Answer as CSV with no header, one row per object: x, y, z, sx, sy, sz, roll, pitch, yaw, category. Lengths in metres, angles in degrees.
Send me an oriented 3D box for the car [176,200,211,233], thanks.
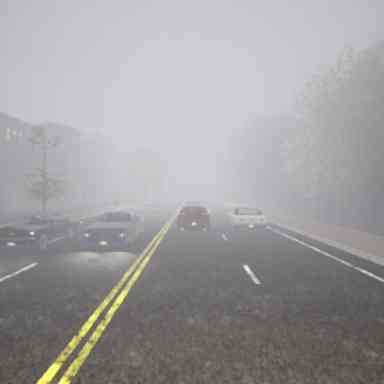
0.088,1.480,19.587,1.882,1.535,5.008,0,0,0,car

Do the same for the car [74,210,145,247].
-3.357,1.549,15.291,2.033,1.411,5.357,0,0,0,car

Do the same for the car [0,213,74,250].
-6.607,1.602,14.388,1.895,1.301,4.718,0,0,0,car

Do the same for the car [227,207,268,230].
3.337,1.604,20.942,1.895,1.301,4.718,0,0,0,car

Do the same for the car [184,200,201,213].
0.077,1.602,38.822,1.895,1.301,4.718,0,0,0,car
